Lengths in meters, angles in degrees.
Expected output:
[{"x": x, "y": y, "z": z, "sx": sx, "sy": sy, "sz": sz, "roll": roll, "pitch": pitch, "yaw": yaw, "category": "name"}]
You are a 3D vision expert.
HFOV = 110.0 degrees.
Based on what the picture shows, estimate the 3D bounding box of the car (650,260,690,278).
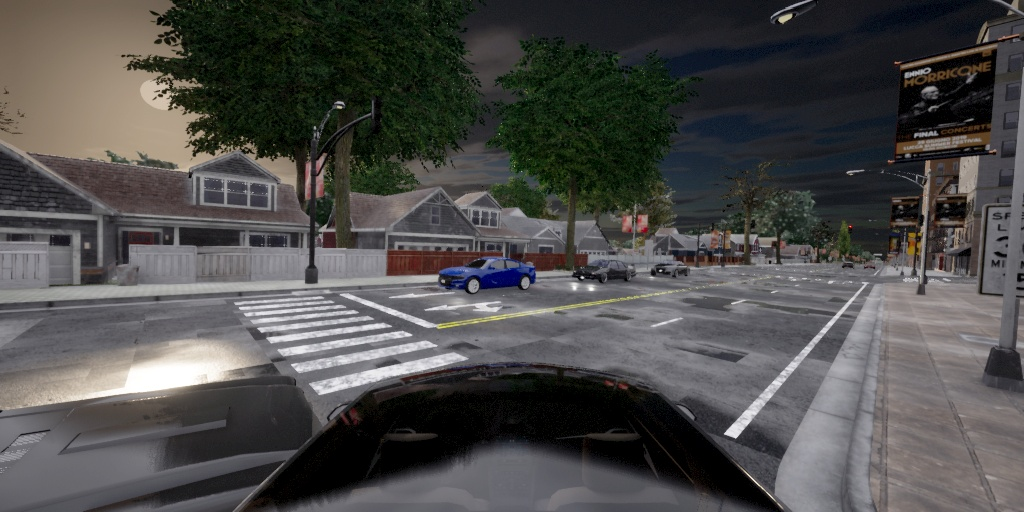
[{"x": 13.416, "y": 1.021, "z": 30.296, "sx": 4.181, "sy": 1.385, "sz": 1.994, "roll": 1, "pitch": 2, "yaw": -44, "category": "car"}]

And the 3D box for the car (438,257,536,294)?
[{"x": -1.029, "y": 0.791, "z": 16.540, "sx": 5.008, "sy": 1.535, "sz": 1.882, "roll": 1, "pitch": 2, "yaw": -44, "category": "car"}]

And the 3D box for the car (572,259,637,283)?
[{"x": 6.178, "y": 0.931, "z": 23.417, "sx": 5.357, "sy": 1.411, "sz": 2.033, "roll": 1, "pitch": 2, "yaw": -44, "category": "car"}]

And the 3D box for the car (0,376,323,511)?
[{"x": -3.315, "y": 1.279, "z": 1.368, "sx": 4.718, "sy": 1.301, "sz": 1.895, "roll": 1, "pitch": 2, "yaw": -34, "category": "car"}]
